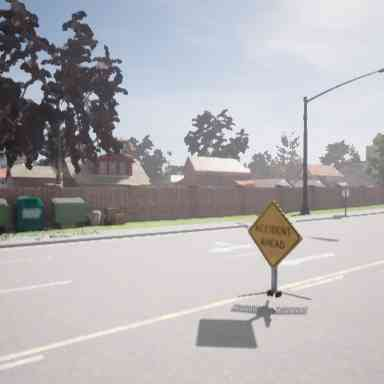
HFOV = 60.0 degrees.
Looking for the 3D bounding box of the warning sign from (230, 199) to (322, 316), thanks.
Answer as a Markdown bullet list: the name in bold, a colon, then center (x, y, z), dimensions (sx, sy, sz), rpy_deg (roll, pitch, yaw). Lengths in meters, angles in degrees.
- **warning sign**: center (1.552, 1.087, 6.266), dimensions (1.060, 1.860, 1.300), rpy_deg (0, 0, -35)
